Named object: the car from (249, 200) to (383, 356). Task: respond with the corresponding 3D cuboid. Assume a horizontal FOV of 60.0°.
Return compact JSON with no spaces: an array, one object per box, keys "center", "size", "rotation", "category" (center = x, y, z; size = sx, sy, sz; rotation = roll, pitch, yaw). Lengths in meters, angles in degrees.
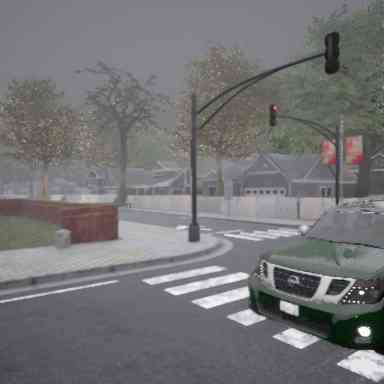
[{"center":[3.557,1.215,6.226],"size":[5.566,2.045,2.150],"rotation":[-1,0,-36],"category":"car"}]
